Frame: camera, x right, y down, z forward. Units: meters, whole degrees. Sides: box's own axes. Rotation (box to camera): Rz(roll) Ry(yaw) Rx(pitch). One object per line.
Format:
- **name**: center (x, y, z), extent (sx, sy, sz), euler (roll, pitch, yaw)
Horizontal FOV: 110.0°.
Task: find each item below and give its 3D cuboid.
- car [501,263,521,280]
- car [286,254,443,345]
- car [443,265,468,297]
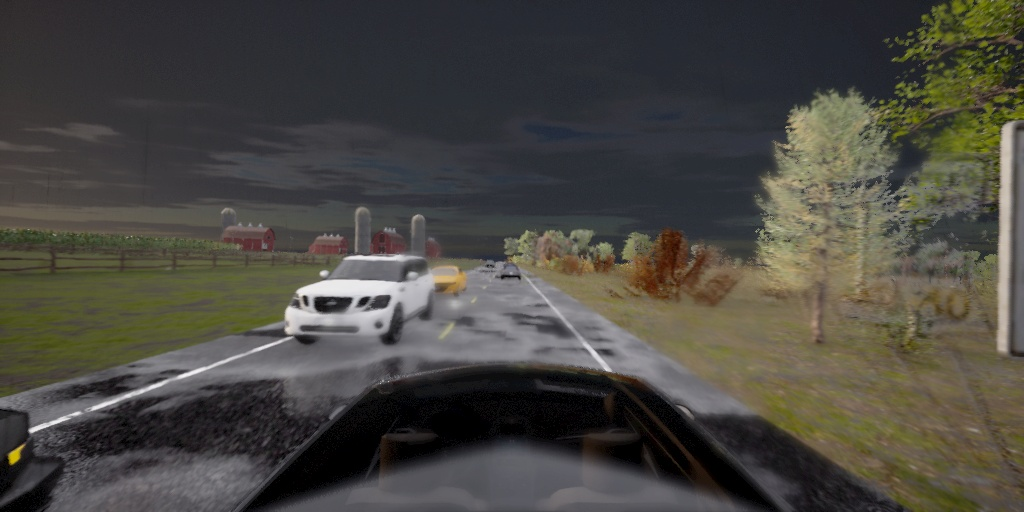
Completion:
- **car**: center (-0.096, 1.599, 35.814), extent (1.994, 1.385, 4.181), euler (1, -1, 0)
- **car**: center (-3.588, 0.961, 9.784), extent (2.150, 2.045, 5.566), euler (1, 0, 0)
- **car**: center (-3.628, 1.301, 19.993), extent (1.882, 1.535, 5.008), euler (1, 0, 0)
